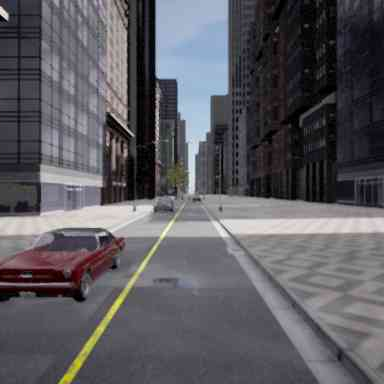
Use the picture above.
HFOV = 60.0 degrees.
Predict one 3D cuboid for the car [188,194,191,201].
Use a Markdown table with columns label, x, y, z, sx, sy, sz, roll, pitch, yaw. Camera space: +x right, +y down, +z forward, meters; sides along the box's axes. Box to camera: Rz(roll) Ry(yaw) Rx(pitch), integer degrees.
| label | x | y | z | sx | sy | sz | roll | pitch | yaw |
| --- | --- | --- | --- | --- | --- | --- | --- | --- | --- |
| car | -0.013 | 1.406 | 89.441 | 2.097 | 1.767 | 4.553 | 0 | 0 | 0 |

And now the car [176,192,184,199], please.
| label | x | y | z | sx | sy | sz | roll | pitch | yaw |
| --- | --- | --- | --- | --- | --- | --- | --- | --- | --- |
| car | -3.012 | 1.031 | 78.822 | 2.150 | 2.045 | 5.566 | 0 | 0 | 0 |

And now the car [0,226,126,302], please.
| label | x | y | z | sx | sy | sz | roll | pitch | yaw |
| --- | --- | --- | --- | --- | --- | --- | --- | --- | --- |
| car | -3.057 | 1.607 | 8.408 | 1.895 | 1.301 | 4.718 | 0 | 0 | 0 |

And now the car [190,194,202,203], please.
| label | x | y | z | sx | sy | sz | roll | pitch | yaw |
| --- | --- | --- | --- | --- | --- | --- | --- | --- | --- |
| car | 1.040 | 1.540 | 71.219 | 1.837 | 1.490 | 4.892 | 0 | 0 | 0 |

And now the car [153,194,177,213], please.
| label | x | y | z | sx | sy | sz | roll | pitch | yaw |
| --- | --- | --- | --- | --- | --- | --- | --- | --- | --- |
| car | -3.093 | 1.369 | 37.310 | 2.097 | 1.767 | 4.553 | 0 | 0 | 0 |
